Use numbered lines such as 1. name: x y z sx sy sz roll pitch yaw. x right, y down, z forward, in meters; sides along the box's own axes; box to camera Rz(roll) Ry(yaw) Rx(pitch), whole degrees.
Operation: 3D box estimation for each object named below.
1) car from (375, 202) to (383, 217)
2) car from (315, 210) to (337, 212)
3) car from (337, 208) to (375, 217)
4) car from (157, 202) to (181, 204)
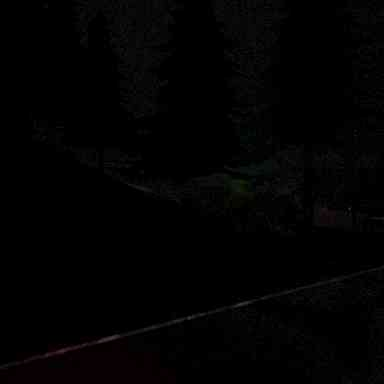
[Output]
1. car: 21.141 2.025 34.908 1.895 1.301 4.718 0 0 -36
2. car: 12.209 1.860 35.267 1.882 1.535 5.008 0 0 -36
3. car: 16.392 1.929 35.497 1.812 1.442 4.674 0 0 -36
4. car: -4.118 1.605 57.709 2.150 2.045 5.566 0 -1 -36
